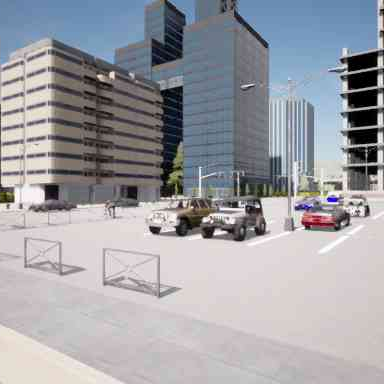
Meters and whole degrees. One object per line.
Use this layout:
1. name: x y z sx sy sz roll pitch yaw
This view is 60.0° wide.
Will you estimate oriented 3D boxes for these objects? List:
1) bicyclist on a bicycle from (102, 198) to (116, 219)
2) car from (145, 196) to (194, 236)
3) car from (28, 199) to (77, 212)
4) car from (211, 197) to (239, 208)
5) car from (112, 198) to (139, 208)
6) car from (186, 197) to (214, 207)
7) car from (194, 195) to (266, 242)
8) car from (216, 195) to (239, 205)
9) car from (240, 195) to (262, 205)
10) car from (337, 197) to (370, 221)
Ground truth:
1. bicyclist on a bicycle: -6.542 1.302 26.240 1.656 1.620 0.582 0 0 34
2. car: -0.296 1.153 17.291 1.932 1.855 4.605 0 0 34
3. car: -15.894 1.547 38.313 2.033 1.411 5.357 0 0 34
4. car: 5.107 1.547 50.488 2.033 1.411 5.357 0 0 33
5. car: -9.555 1.564 47.782 1.994 1.385 4.181 0 0 34
6. car: 1.293 1.491 51.161 2.128 1.511 4.902 0 0 34
7. car: 2.074 1.156 15.629 1.905 1.878 3.866 0 0 34
8. car: 6.330 1.352 58.795 2.097 1.767 4.553 0 0 34
9. car: 10.365 1.352 58.368 2.097 1.767 4.553 0 0 34
10. car: 14.074 1.395 28.607 1.970 1.475 3.806 0 0 34
